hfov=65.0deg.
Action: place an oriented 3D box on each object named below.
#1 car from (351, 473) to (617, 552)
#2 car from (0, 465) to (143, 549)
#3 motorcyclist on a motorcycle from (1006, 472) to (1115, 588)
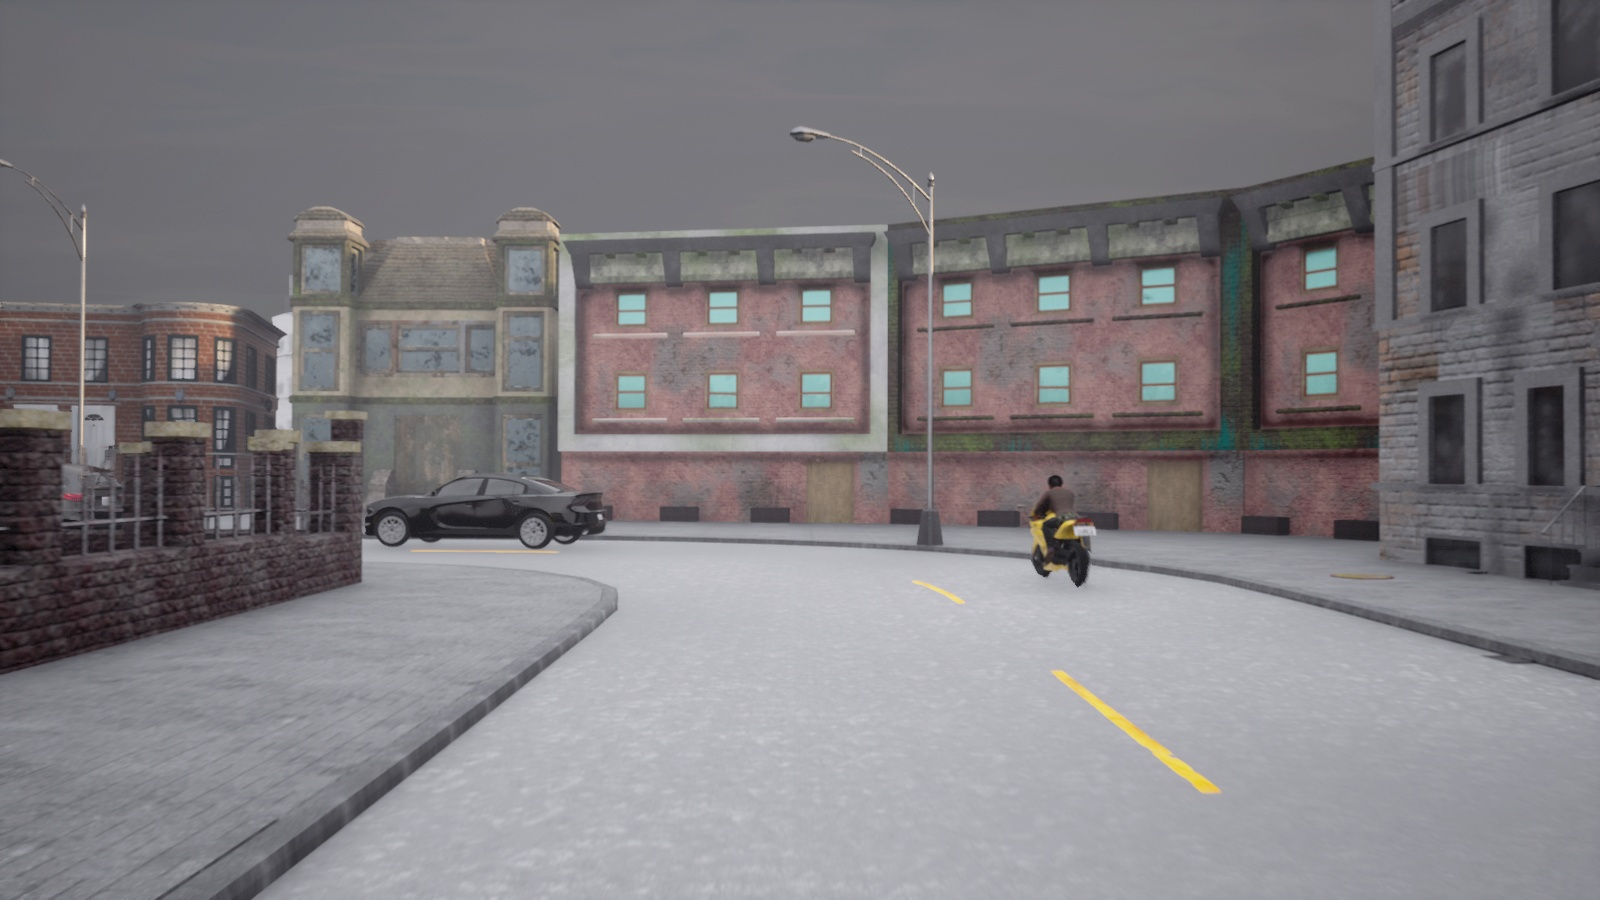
[{"bbox_3d":[-6.479,1.254,25.985,5.008,1.535,1.882,0,-1,10],"label":"car"},{"bbox_3d":[-16.543,1.162,26.098,4.611,1.667,2.242,0,-1,0],"label":"car"},{"bbox_3d":[3.638,1.081,17.749,0.797,1.523,2.044,-1,-1,-9],"label":"motorcyclist on a motorcycle"}]
